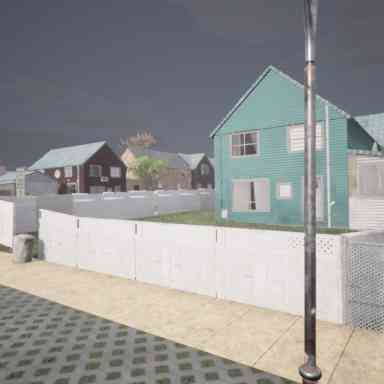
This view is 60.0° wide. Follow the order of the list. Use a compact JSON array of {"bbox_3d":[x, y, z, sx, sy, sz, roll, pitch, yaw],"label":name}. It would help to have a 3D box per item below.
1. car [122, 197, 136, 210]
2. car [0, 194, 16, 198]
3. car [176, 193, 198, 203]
[{"bbox_3d":[-6.717,0.911,29.876,1.882,1.535,5.008,-1,1,35],"label":"car"},{"bbox_3d":[-12.718,1.066,21.325,2.097,1.767,4.553,-1,1,35],"label":"car"},{"bbox_3d":[-0.764,0.633,38.354,1.882,1.535,5.008,-1,1,35],"label":"car"}]
